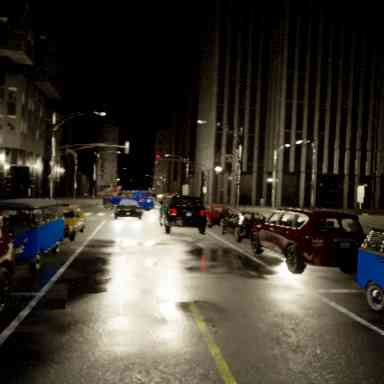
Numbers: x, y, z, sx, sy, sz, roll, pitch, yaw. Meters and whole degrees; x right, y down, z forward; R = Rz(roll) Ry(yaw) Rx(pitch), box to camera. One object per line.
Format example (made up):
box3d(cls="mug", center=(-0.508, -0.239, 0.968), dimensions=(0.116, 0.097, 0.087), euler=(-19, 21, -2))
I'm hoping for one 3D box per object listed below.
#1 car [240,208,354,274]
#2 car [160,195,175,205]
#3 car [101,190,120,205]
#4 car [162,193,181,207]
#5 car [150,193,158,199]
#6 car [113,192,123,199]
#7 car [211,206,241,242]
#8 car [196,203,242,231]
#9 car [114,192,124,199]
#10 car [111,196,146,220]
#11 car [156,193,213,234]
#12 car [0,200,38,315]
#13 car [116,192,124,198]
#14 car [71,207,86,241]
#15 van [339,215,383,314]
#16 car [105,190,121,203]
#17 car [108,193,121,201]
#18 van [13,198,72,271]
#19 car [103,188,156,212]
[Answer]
box3d(cls="car", center=(3.569, 1.440, 11.017), dimensions=(2.192, 1.841, 5.009), euler=(2, 0, -10))
box3d(cls="car", center=(-4.065, 1.260, 54.081), dimensions=(1.947, 1.339, 4.313), euler=(2, 0, -10))
box3d(cls="car", center=(-11.459, 0.698, 47.045), dimensions=(2.192, 1.841, 5.009), euler=(2, 0, -10))
box3d(cls="car", center=(-3.071, 1.063, 48.523), dimensions=(2.192, 1.841, 5.009), euler=(2, 0, -10))
box3d(cls="car", center=(-9.966, 0.953, 87.424), dimensions=(1.887, 1.381, 4.507), euler=(2, 0, -10))
box3d(cls="car", center=(-15.403, 0.746, 69.273), dimensions=(1.947, 1.339, 4.313), euler=(2, 0, -10))
box3d(cls="car", center=(2.596, 1.619, 16.458), dimensions=(2.008, 1.369, 4.403), euler=(2, 0, -10))
box3d(cls="car", center=(1.632, 1.557, 21.898), dimensions=(1.887, 1.381, 4.507), euler=(2, 0, -10))
box3d(cls="car", center=(-16.356, 0.660, 74.661), dimensions=(1.752, 1.417, 4.829), euler=(2, 0, -10))
box3d(cls="car", center=(-4.756, 1.289, 24.967), dimensions=(1.994, 1.385, 4.181), euler=(2, 0, -10))
box3d(cls="car", center=(-0.612, 1.145, 18.917), dimensions=(2.150, 2.045, 5.566), euler=(2, 0, -10))
box3d(cls="car", center=(-3.862, 1.133, 4.100), dimensions=(2.192, 1.841, 5.009), euler=(2, 0, -10))
box3d(cls="car", center=(-17.370, 0.633, 80.386), dimensions=(1.887, 1.381, 4.507), euler=(2, 0, -10))
box3d(cls="car", center=(-5.764, 1.230, 14.814), dimensions=(1.752, 1.417, 4.829), euler=(2, 0, -10))
box3d(cls="van", center=(4.532, 1.524, 5.576), dimensions=(1.690, 1.788, 3.998), euler=(2, 0, -10))
box3d(cls="car", center=(-12.443, 0.645, 52.602), dimensions=(2.192, 1.841, 5.009), euler=(2, 0, -10))
box3d(cls="car", center=(-13.436, 0.844, 58.159), dimensions=(1.947, 1.339, 4.313), euler=(2, 0, -10))
box3d(cls="van", center=(-4.825, 1.101, 9.541), dimensions=(1.690, 1.788, 3.998), euler=(2, 0, -10))
box3d(cls="car", center=(-6.214, 0.897, 32.774), dimensions=(5.566, 2.045, 2.150), euler=(2, 0, 37))
